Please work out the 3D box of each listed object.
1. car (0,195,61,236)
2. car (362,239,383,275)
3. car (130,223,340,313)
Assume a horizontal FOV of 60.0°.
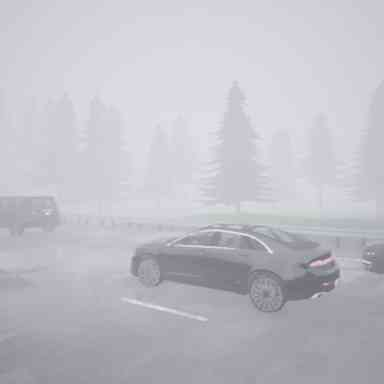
[{"bbox_3d":[-9.687,1.203,18.352,5.566,2.045,2.150,0,0,30],"label":"car"},{"bbox_3d":[6.683,1.483,7.733,4.892,1.490,1.837,0,0,36],"label":"car"},{"bbox_3d":[0.716,1.477,7.625,4.902,1.511,2.128,0,0,35],"label":"car"}]
